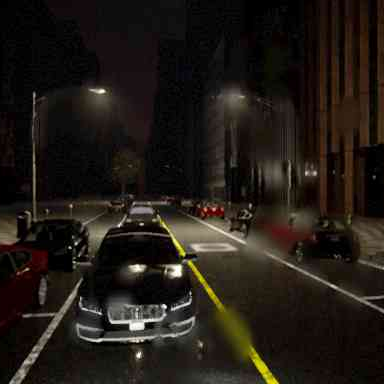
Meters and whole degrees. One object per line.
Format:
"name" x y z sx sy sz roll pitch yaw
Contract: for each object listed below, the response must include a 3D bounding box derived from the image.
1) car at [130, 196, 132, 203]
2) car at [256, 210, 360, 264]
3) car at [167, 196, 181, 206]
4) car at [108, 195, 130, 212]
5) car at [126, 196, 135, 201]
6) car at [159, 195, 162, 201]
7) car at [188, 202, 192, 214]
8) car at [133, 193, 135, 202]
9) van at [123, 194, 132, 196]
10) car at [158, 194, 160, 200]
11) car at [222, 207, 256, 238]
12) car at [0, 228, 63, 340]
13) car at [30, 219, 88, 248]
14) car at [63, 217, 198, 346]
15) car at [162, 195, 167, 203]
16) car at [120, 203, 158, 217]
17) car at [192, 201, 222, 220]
"car" -9.497 1.580 44.350 2.008 1.369 4.403 0 0 -9
"car" 4.043 1.450 11.955 1.967 1.590 4.097 0 0 -9
"car" -2.773 1.626 56.863 1.802 1.307 4.206 0 0 -9
"car" -8.645 1.465 38.737 1.967 1.590 4.097 0 0 -9
"car" -15.461 1.615 83.642 2.008 1.369 4.403 0 0 -9
"car" -6.181 1.647 79.316 1.802 1.307 4.206 0 0 -9
"car" 0.635 1.592 34.409 1.947 1.339 4.313 0 0 -9
"car" -12.053 1.358 61.190 2.192 1.841 5.009 0 0 -9
"van" -10.349 1.375 49.964 1.690 1.788 3.998 0 0 -9
"car" -7.059 1.596 85.097 1.752 1.417 4.829 0 0 -9
"car" 3.191 1.580 17.569 1.947 1.339 4.313 0 0 -9
"car" -3.533 1.546 5.058 1.887 1.381 4.507 0 0 -9
"car" -4.385 1.570 10.672 1.947 1.339 4.313 0 0 -9
"car" -1.098 1.508 6.756 1.837 1.490 4.892 0 0 -9
"car" -4.477 1.605 68.089 2.008 1.369 4.403 0 0 -9
"car" -2.987 1.576 19.788 1.994 1.385 4.181 0 0 -9
"car" 1.487 1.462 28.795 1.967 1.590 4.097 0 0 -9
